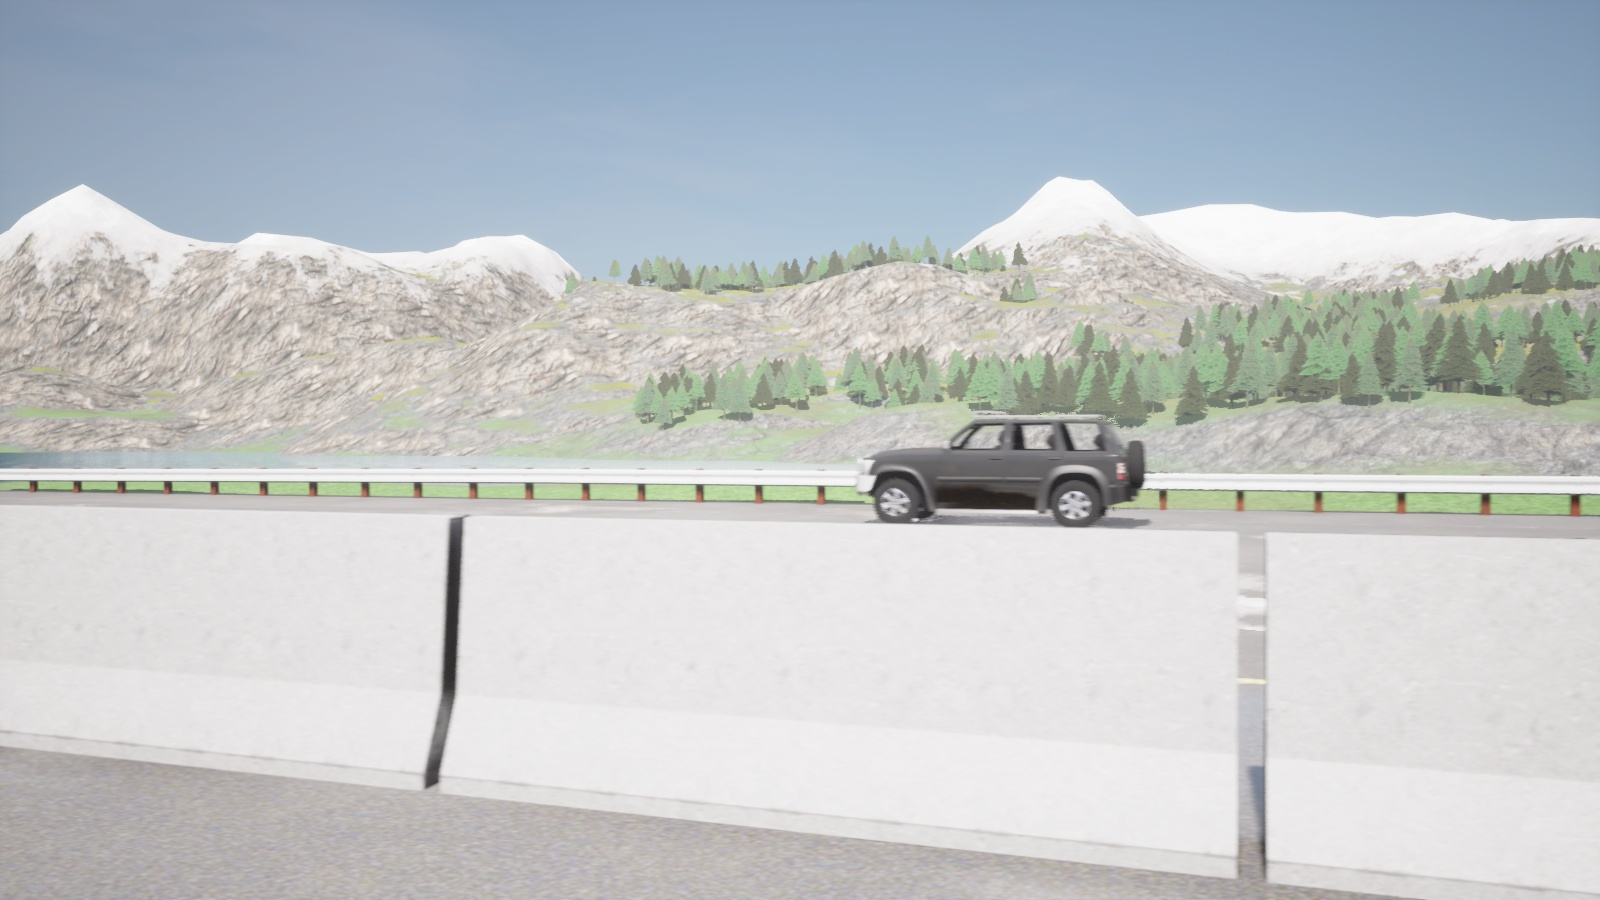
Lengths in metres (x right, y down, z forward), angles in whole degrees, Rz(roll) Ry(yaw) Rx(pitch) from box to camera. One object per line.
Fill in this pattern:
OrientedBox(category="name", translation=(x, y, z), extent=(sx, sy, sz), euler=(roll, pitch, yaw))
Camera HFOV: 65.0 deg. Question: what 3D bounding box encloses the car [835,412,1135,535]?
OrientedBox(category="car", translation=(3.056, 0.324, 20.625), extent=(4.605, 1.855, 1.932), euler=(1, 1, 19))
